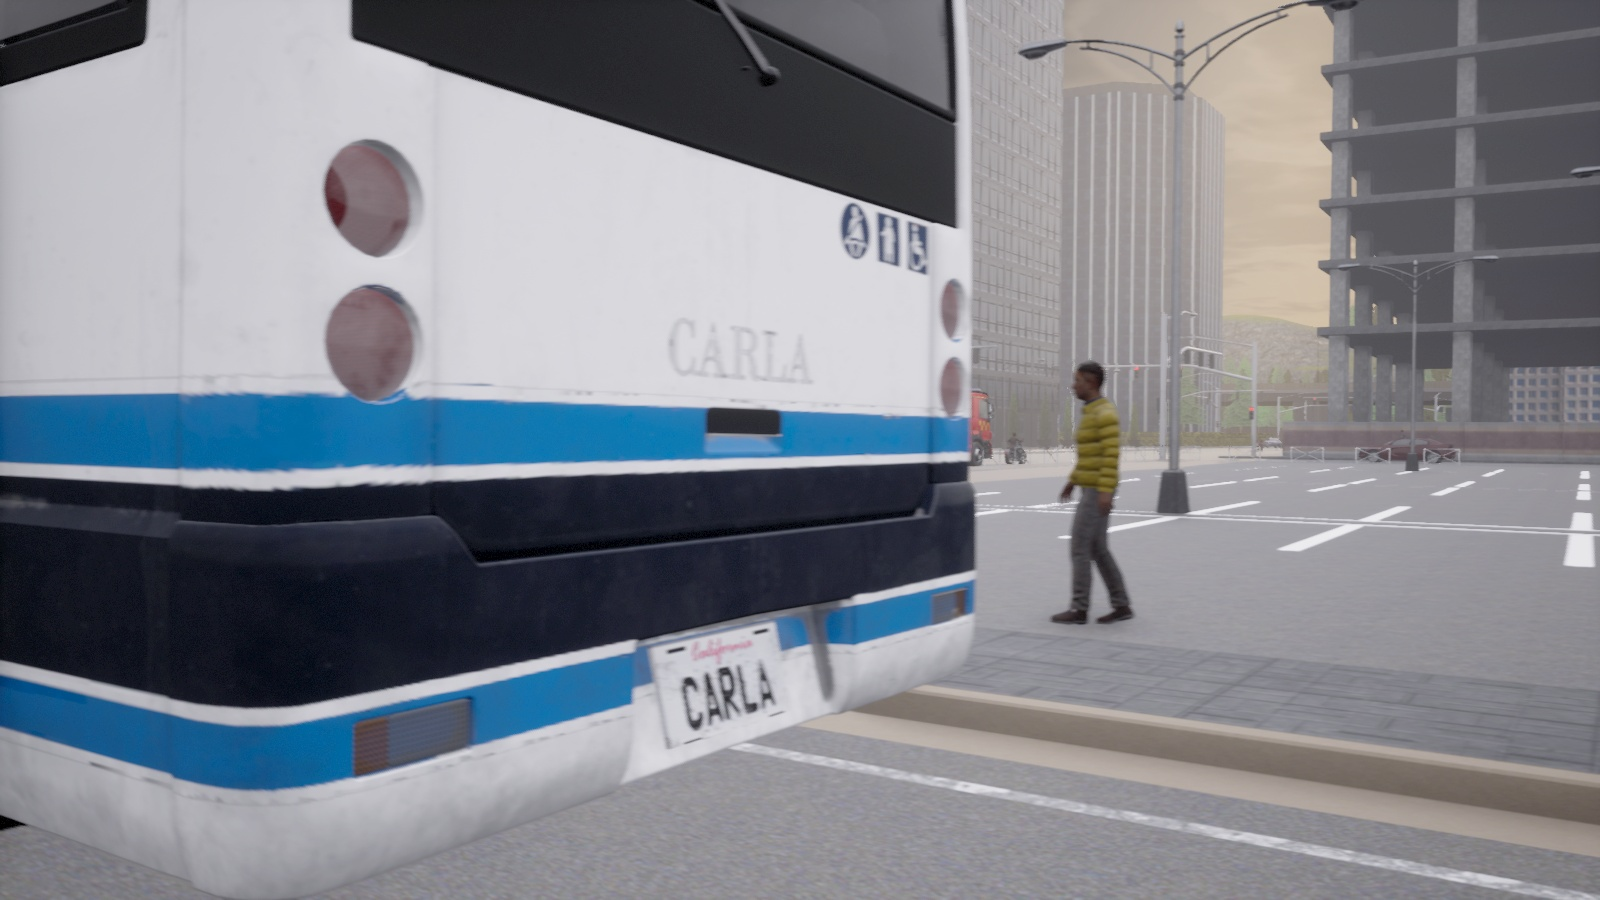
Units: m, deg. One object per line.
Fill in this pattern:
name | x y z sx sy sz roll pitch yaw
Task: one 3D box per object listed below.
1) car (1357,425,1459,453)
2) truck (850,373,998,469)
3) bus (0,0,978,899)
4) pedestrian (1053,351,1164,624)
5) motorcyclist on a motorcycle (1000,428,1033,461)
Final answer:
car | 34.520 -0.633 71.345 5.008 1.535 1.882 0 1 32
truck | 5.551 -1.226 54.377 2.891 3.827 8.468 0 1 32
bus | -4.616 -0.694 6.645 10.273 4.253 3.944 0 1 33
pedestrian | 2.131 0.251 8.720 0.709 1.840 0.431 0 1 9
motorcyclist on a motorcycle | 10.859 -0.275 62.896 0.766 1.649 2.350 0 1 32
